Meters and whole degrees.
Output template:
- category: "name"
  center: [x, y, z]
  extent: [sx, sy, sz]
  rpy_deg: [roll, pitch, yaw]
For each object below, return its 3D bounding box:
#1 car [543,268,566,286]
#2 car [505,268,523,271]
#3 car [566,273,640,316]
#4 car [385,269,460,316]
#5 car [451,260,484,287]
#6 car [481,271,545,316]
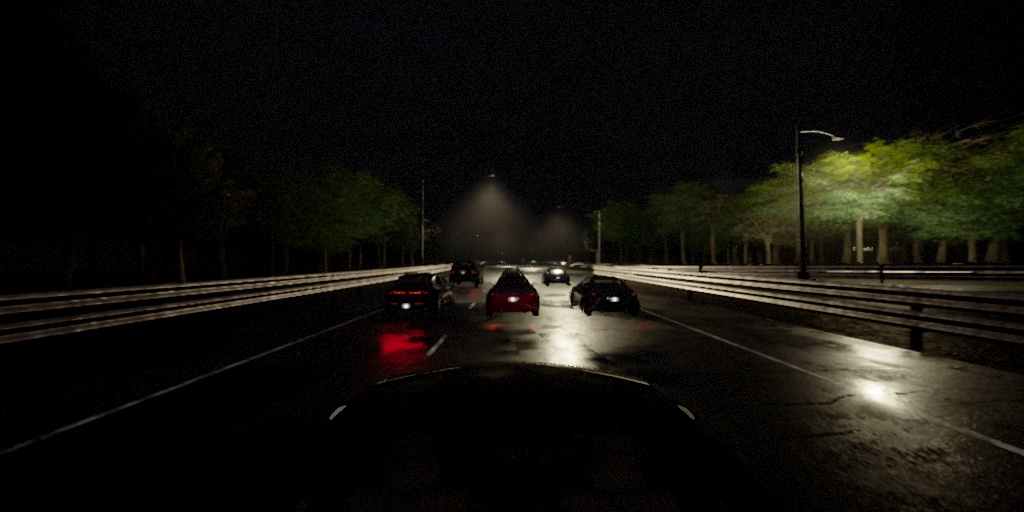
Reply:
- category: "car"
  center: [3.550, 1.664, 29.417]
  extent: [1.994, 1.385, 4.181]
  rpy_deg: [0, 0, 0]
- category: "car"
  center: [0.049, 1.664, 29.392]
  extent: [1.994, 1.385, 4.181]
  rpy_deg: [0, 0, 1]
- category: "car"
  center: [3.548, 1.480, 14.334]
  extent: [1.994, 1.385, 4.181]
  rpy_deg: [0, -1, 1]
- category: "car"
  center: [-3.455, 1.419, 14.191]
  extent: [1.837, 1.490, 4.892]
  rpy_deg: [0, -1, 1]
- category: "car"
  center: [-3.464, 1.308, 28.097]
  extent: [2.150, 2.045, 5.566]
  rpy_deg: [0, 0, 0]
- category: "car"
  center: [0.046, 1.480, 14.334]
  extent: [1.994, 1.385, 4.181]
  rpy_deg: [0, -1, 1]
